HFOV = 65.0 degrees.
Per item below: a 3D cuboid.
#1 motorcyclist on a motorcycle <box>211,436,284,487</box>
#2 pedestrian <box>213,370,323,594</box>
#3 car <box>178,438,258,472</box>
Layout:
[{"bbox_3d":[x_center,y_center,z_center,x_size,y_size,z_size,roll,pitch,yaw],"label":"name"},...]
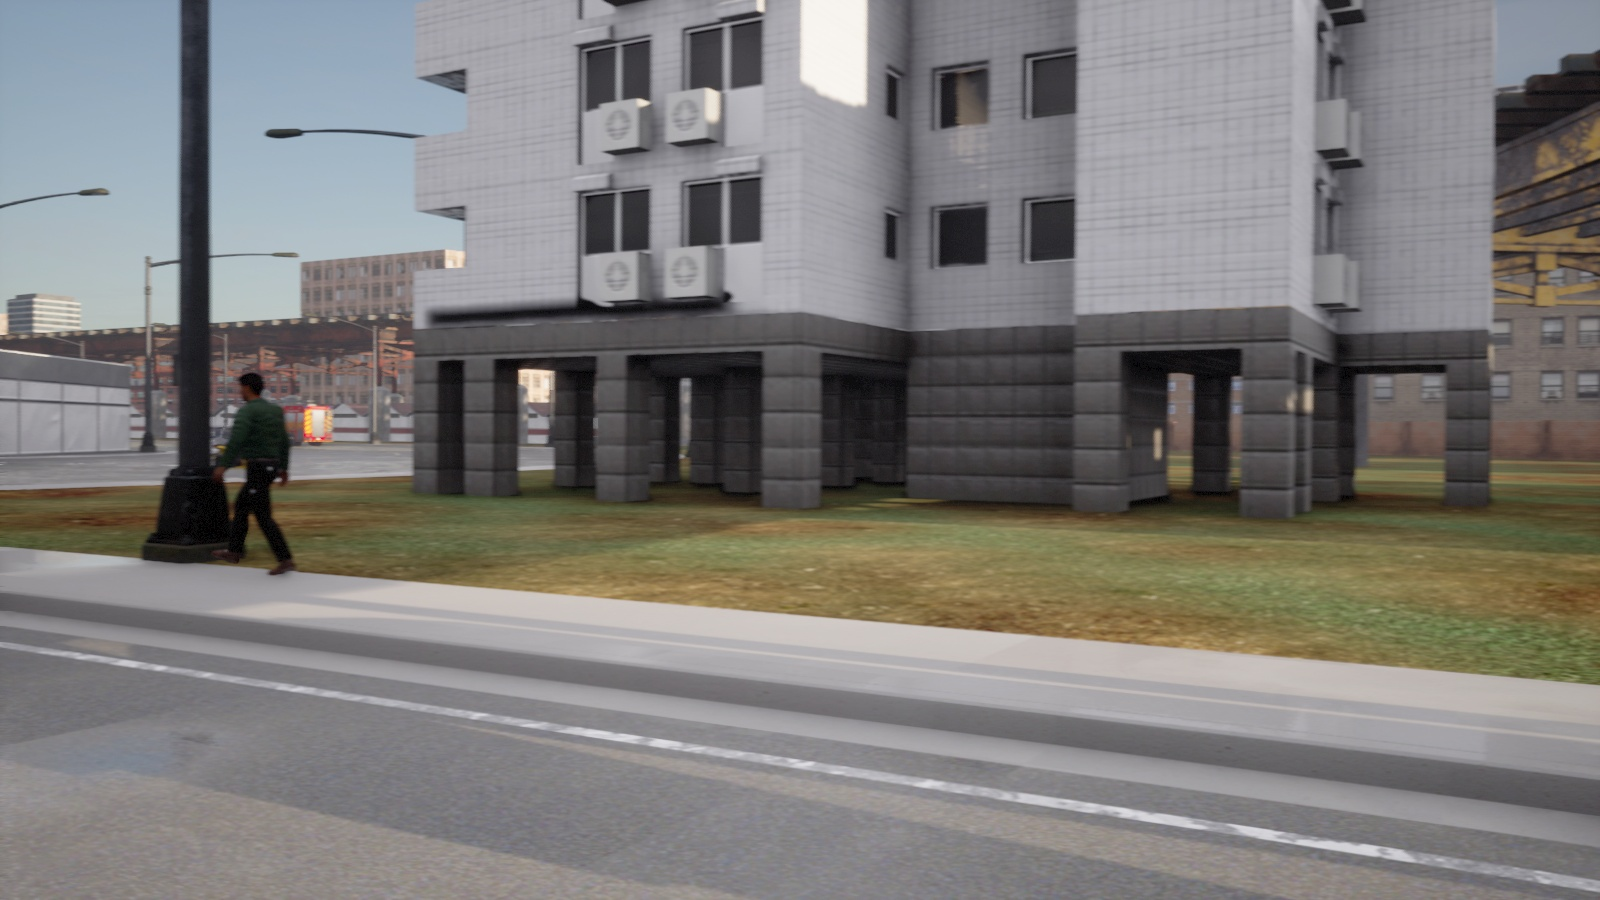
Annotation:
[{"bbox_3d":[-17.196,0.331,39.118,0.797,1.523,2.044,-1,1,25],"label":"motorcyclist on a motorcycle"},{"bbox_3d":[-4.757,0.277,11.238,0.788,1.949,0.423,0,1,15],"label":"pedestrian"},{"bbox_3d":[-26.714,0.195,57.802,1.845,1.501,3.633,0,1,3],"label":"car"}]
